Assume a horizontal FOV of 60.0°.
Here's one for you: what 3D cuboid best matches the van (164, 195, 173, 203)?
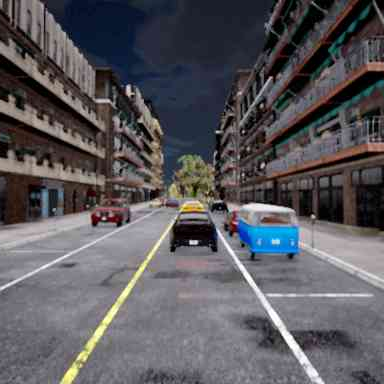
[{"bbox_3d":[-5.640,1.671,80.558,1.690,1.788,3.998,1,0,0],"label":"van"}]

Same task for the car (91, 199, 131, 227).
[{"bbox_3d":[-5.664,1.409,23.942,2.192,1.841,5.009,1,0,0],"label":"car"}]

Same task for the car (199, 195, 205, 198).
[{"bbox_3d":[2.736,1.831,75.024,1.752,1.417,4.829,1,0,0],"label":"car"}]

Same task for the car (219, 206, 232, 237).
[{"bbox_3d":[2.709,1.653,18.236,1.802,1.307,4.206,1,0,0],"label":"car"}]

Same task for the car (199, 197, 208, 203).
[{"bbox_3d":[2.740,1.875,80.515,1.887,1.381,4.507,1,0,0],"label":"car"}]

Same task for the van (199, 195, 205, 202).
[{"bbox_3d":[2.731,1.721,91.839,1.690,1.788,3.998,1,0,0],"label":"van"}]

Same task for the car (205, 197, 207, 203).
[{"bbox_3d":[3.166,1.690,46.477,1.837,1.490,4.892,0,0,0],"label":"car"}]

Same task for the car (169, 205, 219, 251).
[{"bbox_3d":[0.078,1.562,14.410,1.837,1.490,4.892,0,0,0],"label":"car"}]

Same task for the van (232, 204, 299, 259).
[{"bbox_3d":[2.710,1.390,12.575,1.690,1.788,3.998,1,0,0],"label":"van"}]

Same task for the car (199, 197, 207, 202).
[{"bbox_3d":[2.747,1.921,86.177,1.947,1.339,4.313,1,0,0],"label":"car"}]

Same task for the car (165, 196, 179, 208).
[{"bbox_3d":[-3.050,1.775,52.868,1.994,1.385,4.181,0,0,0],"label":"car"}]

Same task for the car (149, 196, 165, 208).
[{"bbox_3d":[-5.656,1.733,52.080,1.752,1.417,4.829,1,0,0],"label":"car"}]

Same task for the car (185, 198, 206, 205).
[{"bbox_3d":[0.090,1.600,30.933,1.882,1.535,5.008,0,0,0],"label":"car"}]

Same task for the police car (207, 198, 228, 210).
[{"bbox_3d":[3.151,1.582,39.587,1.930,1.638,5.238,0,0,0],"label":"police car"}]
